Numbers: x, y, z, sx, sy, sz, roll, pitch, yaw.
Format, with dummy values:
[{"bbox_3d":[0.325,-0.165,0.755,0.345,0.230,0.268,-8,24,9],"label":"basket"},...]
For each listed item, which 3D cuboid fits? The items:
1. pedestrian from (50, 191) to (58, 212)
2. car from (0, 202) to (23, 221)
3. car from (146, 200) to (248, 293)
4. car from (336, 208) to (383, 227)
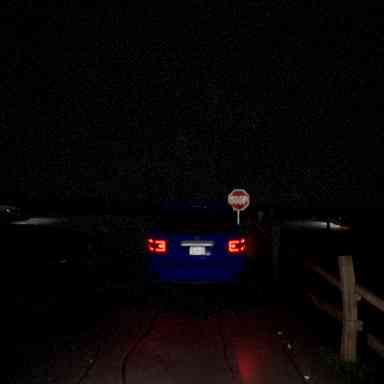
[{"bbox_3d":[-12.080,0.775,28.947,0.375,1.860,0.375,0,1,0],"label":"pedestrian"},{"bbox_3d":[-14.251,1.153,22.993,4.674,1.442,1.812,2,3,0],"label":"car"},{"bbox_3d":[0.083,1.213,8.992,2.150,2.045,5.566,0,0,0],"label":"car"},{"bbox_3d":[13.516,1.948,25.847,4.181,1.385,1.994,2,3,1],"label":"car"}]
